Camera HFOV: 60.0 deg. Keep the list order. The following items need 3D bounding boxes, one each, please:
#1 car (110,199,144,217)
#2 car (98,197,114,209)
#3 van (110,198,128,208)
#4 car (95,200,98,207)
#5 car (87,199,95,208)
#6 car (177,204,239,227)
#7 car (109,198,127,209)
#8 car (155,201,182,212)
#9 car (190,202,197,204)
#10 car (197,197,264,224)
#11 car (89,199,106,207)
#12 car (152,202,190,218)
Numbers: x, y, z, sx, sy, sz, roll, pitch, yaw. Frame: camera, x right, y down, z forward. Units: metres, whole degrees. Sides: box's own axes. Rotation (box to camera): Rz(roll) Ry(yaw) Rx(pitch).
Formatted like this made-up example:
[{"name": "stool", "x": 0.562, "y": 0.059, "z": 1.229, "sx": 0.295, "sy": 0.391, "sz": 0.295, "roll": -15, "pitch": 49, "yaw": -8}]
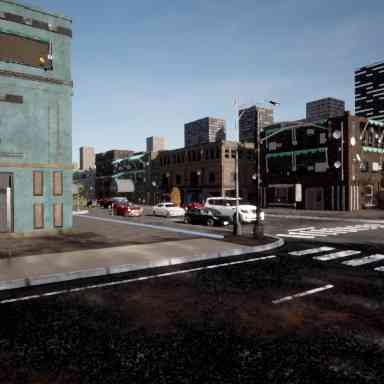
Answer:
[{"name": "car", "x": -6.889, "y": 1.846, "z": 36.257, "sx": 1.967, "sy": 1.590, "sz": 4.097, "roll": -1, "pitch": 0, "yaw": -36}, {"name": "car", "x": -13.421, "y": 2.066, "z": 55.370, "sx": 1.837, "sy": 1.490, "sz": 4.892, "roll": -1, "pitch": 0, "yaw": -36}, {"name": "van", "x": -12.951, "y": 1.907, "z": 59.143, "sx": 1.690, "sy": 1.788, "sz": 3.998, "roll": -1, "pitch": 0, "yaw": -36}, {"name": "car", "x": -16.171, "y": 1.940, "z": 63.646, "sx": 2.192, "sy": 1.841, "sz": 5.009, "roll": -1, "pitch": 0, "yaw": -36}, {"name": "car", "x": -19.196, "y": 2.159, "z": 63.450, "sx": 2.128, "sy": 1.511, "sz": 4.902, "roll": -1, "pitch": 0, "yaw": -36}, {"name": "car", "x": 1.085, "y": 1.814, "z": 24.898, "sx": 1.947, "sy": 1.339, "sz": 4.313, "roll": -2, "pitch": 0, "yaw": -36}, {"name": "car", "x": -8.581, "y": 1.931, "z": 43.118, "sx": 1.882, "sy": 1.535, "sz": 5.008, "roll": -1, "pitch": 0, "yaw": -35}, {"name": "car", "x": -3.288, "y": 1.966, "z": 45.635, "sx": 1.802, "sy": 1.307, "sz": 4.206, "roll": -2, "pitch": 0, "yaw": -36}, {"name": "car", "x": -0.070, "y": 1.904, "z": 41.133, "sx": 1.802, "sy": 1.307, "sz": 4.206, "roll": -2, "pitch": 0, "yaw": -36}, {"name": "car", "x": 3.165, "y": 1.445, "z": 26.662, "sx": 2.150, "sy": 2.045, "sz": 5.566, "roll": -1, "pitch": 0, "yaw": -35}, {"name": "car", "x": -19.384, "y": 2.228, "z": 68.149, "sx": 1.887, "sy": 1.381, "sz": 4.507, "roll": -1, "pitch": 0, "yaw": -36}, {"name": "car", "x": -2.537, "y": 1.862, "z": 34.646, "sx": 1.812, "sy": 1.442, "sz": 4.674, "roll": -1, "pitch": 0, "yaw": -35}]
